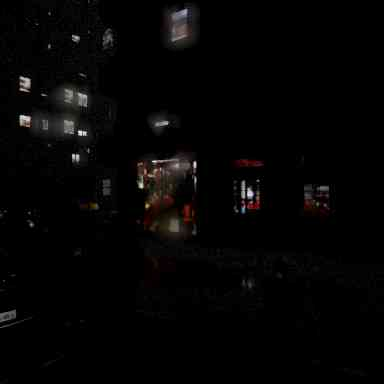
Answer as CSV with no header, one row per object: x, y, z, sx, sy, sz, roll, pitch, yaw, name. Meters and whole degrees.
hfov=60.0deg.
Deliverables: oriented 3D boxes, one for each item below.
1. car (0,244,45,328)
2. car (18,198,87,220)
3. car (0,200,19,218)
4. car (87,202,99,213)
-4.430,1.551,6.047,4.403,1.369,2.008,0,0,36,car
-10.811,1.338,26.077,1.994,1.385,4.181,0,1,35,car
-13.963,1.350,26.072,2.008,1.369,4.403,1,1,35,car
-10.867,1.250,30.492,1.752,1.417,4.829,1,1,35,car
